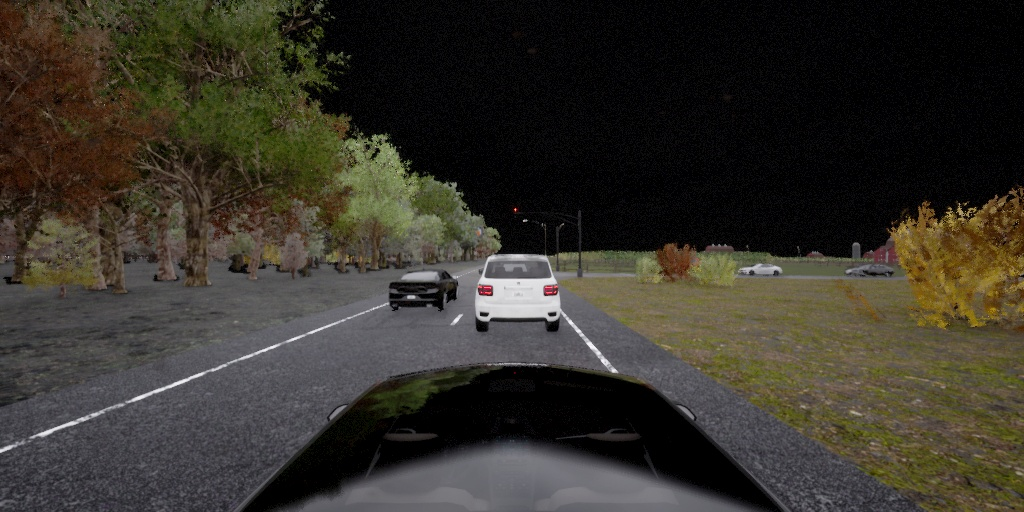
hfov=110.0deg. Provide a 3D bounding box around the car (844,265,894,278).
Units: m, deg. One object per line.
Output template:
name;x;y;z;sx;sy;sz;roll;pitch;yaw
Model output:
car;42.458;1.755;42.684;4.902;1.511;2.128;1;-1;0

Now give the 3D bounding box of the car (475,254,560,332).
car;0.125;0.972;11.010;2.150;2.045;5.566;0;0;-1

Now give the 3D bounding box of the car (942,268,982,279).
car;49.000;1.839;39.061;4.181;1.385;1.994;1;-1;0

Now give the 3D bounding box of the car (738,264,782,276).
car;29.596;1.648;42.786;4.674;1.442;1.812;1;-1;0

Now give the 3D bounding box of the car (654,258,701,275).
car;19.631;1.235;42.850;5.566;2.045;2.150;1;-1;0

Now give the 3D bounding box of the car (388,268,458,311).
car;-3.376;1.228;14.497;1.882;1.535;5.008;0;0;0
